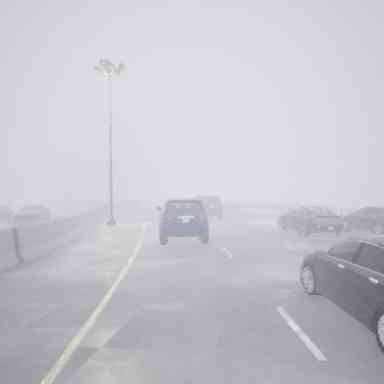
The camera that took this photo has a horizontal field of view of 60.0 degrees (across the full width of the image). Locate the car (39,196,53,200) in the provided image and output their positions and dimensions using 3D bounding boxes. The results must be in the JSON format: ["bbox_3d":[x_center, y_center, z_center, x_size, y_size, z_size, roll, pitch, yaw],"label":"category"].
[{"bbox_3d":[-29.821,1.776,67.879,2.150,2.045,5.566,-1,0,-26],"label":"car"}]

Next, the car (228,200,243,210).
[{"bbox_3d":[5.112,1.736,44.419,1.895,1.301,4.718,-1,0,-14],"label":"car"}]

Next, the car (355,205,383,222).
[{"bbox_3d":[9.757,1.468,17.462,1.837,1.490,4.892,0,0,-6],"label":"car"}]

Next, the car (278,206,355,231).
[{"bbox_3d":[6.190,1.498,17.881,2.128,1.511,4.902,-1,0,-6],"label":"car"}]

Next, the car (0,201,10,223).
[{"bbox_3d":[-16.740,1.830,28.372,1.837,1.490,4.892,-1,-1,-11],"label":"car"}]

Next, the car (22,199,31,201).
[{"bbox_3d":[-32.952,2.065,66.321,1.882,1.535,5.008,-1,0,-26],"label":"car"}]

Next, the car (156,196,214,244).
[{"bbox_3d":[-0.550,1.302,16.553,2.150,2.045,5.566,0,0,-6],"label":"car"}]

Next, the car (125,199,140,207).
[{"bbox_3d":[-10.959,1.946,60.927,2.033,1.411,5.357,0,0,-23],"label":"car"}]

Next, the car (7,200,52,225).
[{"bbox_3d":[-12.973,1.752,27.185,1.882,1.535,5.008,-1,0,-10],"label":"car"}]

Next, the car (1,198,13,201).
[{"bbox_3d":[-37.656,2.002,67.826,1.837,1.490,4.892,-1,0,-28],"label":"car"}]

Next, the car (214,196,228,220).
[{"bbox_3d":[1.149,1.338,29.084,2.150,2.045,5.566,0,0,-10],"label":"car"}]

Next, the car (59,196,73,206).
[{"bbox_3d":[-25.027,1.715,65.970,2.150,2.045,5.566,-1,0,-25],"label":"car"}]

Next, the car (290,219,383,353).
[{"bbox_3d":[3.463,1.492,5.774,1.837,1.490,4.892,0,0,-2],"label":"car"}]
